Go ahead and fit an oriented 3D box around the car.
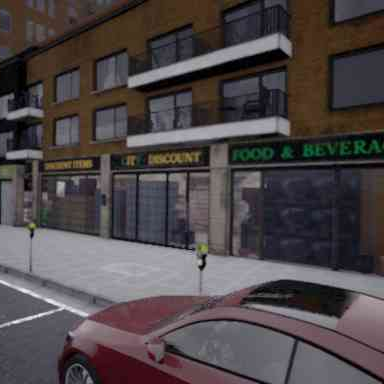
[{"bbox_3d":[0.706,1.550,2.912,4.674,1.442,1.812,0,0,38],"label":"car"}]
